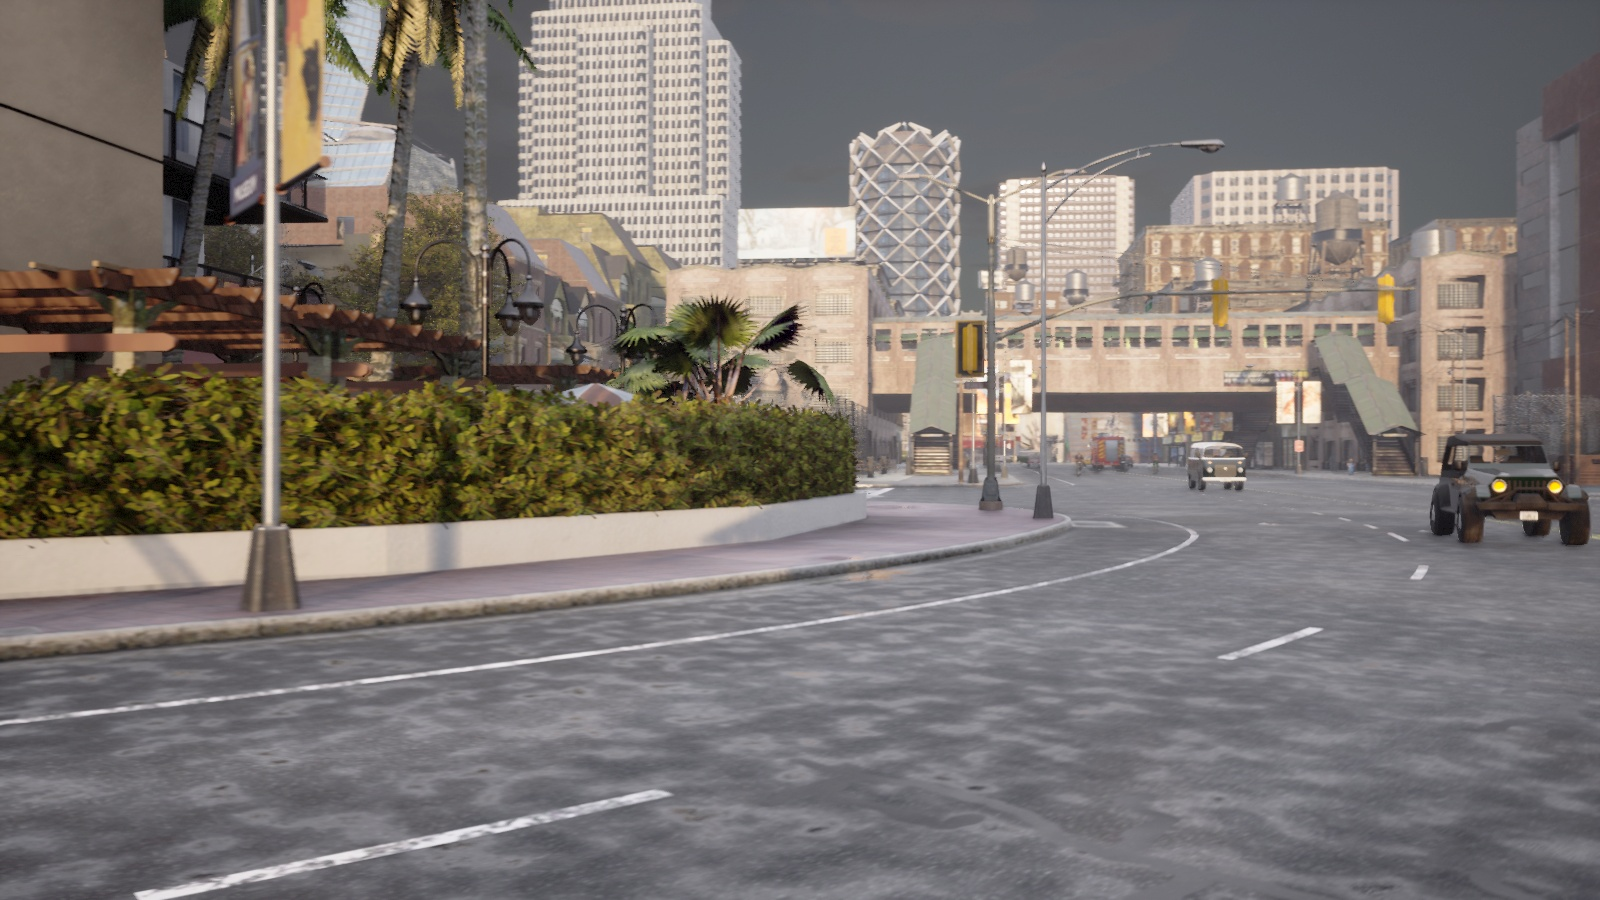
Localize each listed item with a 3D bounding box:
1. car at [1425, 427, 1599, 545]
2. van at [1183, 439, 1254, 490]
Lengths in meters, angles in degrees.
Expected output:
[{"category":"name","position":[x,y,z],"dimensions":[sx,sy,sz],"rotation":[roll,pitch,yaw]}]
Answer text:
[{"category":"car","position":[12.414,0.580,22.110],"dimensions":[1.905,1.878,3.866],"rotation":[0,0,17]},{"category":"van","position":[17.618,0.598,53.032],"dimensions":[2.069,2.038,4.480],"rotation":[0,0,8]}]
